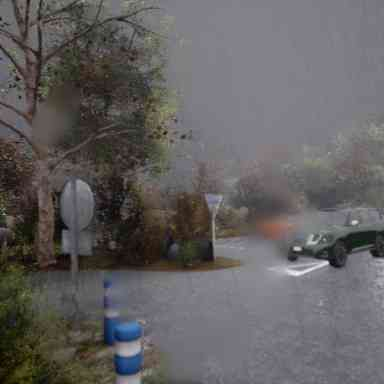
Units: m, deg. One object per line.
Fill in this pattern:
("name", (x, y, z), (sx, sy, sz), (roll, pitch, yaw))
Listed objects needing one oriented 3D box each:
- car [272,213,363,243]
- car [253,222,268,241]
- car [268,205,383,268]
("car", (7.816, 2.188, 21.136), (2.097, 1.535, 5.008), (1, -3, -39))
("car", (5.749, 2.011, 19.404), (2.185, 1.767, 4.553), (1, -3, -39))
("car", (5.776, 1.631, 13.266), (5.566, 2.045, 2.150), (1, -2, -39))
